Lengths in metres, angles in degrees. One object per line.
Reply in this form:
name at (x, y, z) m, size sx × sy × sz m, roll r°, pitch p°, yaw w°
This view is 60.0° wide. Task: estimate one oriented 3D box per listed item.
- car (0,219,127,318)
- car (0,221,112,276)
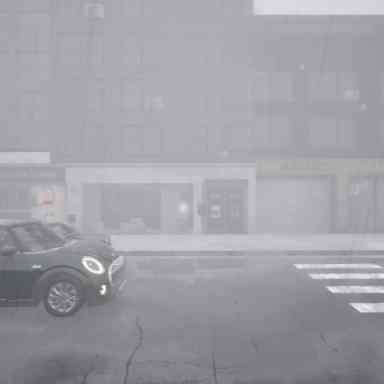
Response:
car at (-3.703, 1.356, 6.912) m, size 4.553 × 1.767 × 2.097 m, roll 0°, pitch 0°, yaw 0°
car at (-4.956, 1.599, 9.862) m, size 4.718 × 1.301 × 1.895 m, roll 0°, pitch 0°, yaw 0°
